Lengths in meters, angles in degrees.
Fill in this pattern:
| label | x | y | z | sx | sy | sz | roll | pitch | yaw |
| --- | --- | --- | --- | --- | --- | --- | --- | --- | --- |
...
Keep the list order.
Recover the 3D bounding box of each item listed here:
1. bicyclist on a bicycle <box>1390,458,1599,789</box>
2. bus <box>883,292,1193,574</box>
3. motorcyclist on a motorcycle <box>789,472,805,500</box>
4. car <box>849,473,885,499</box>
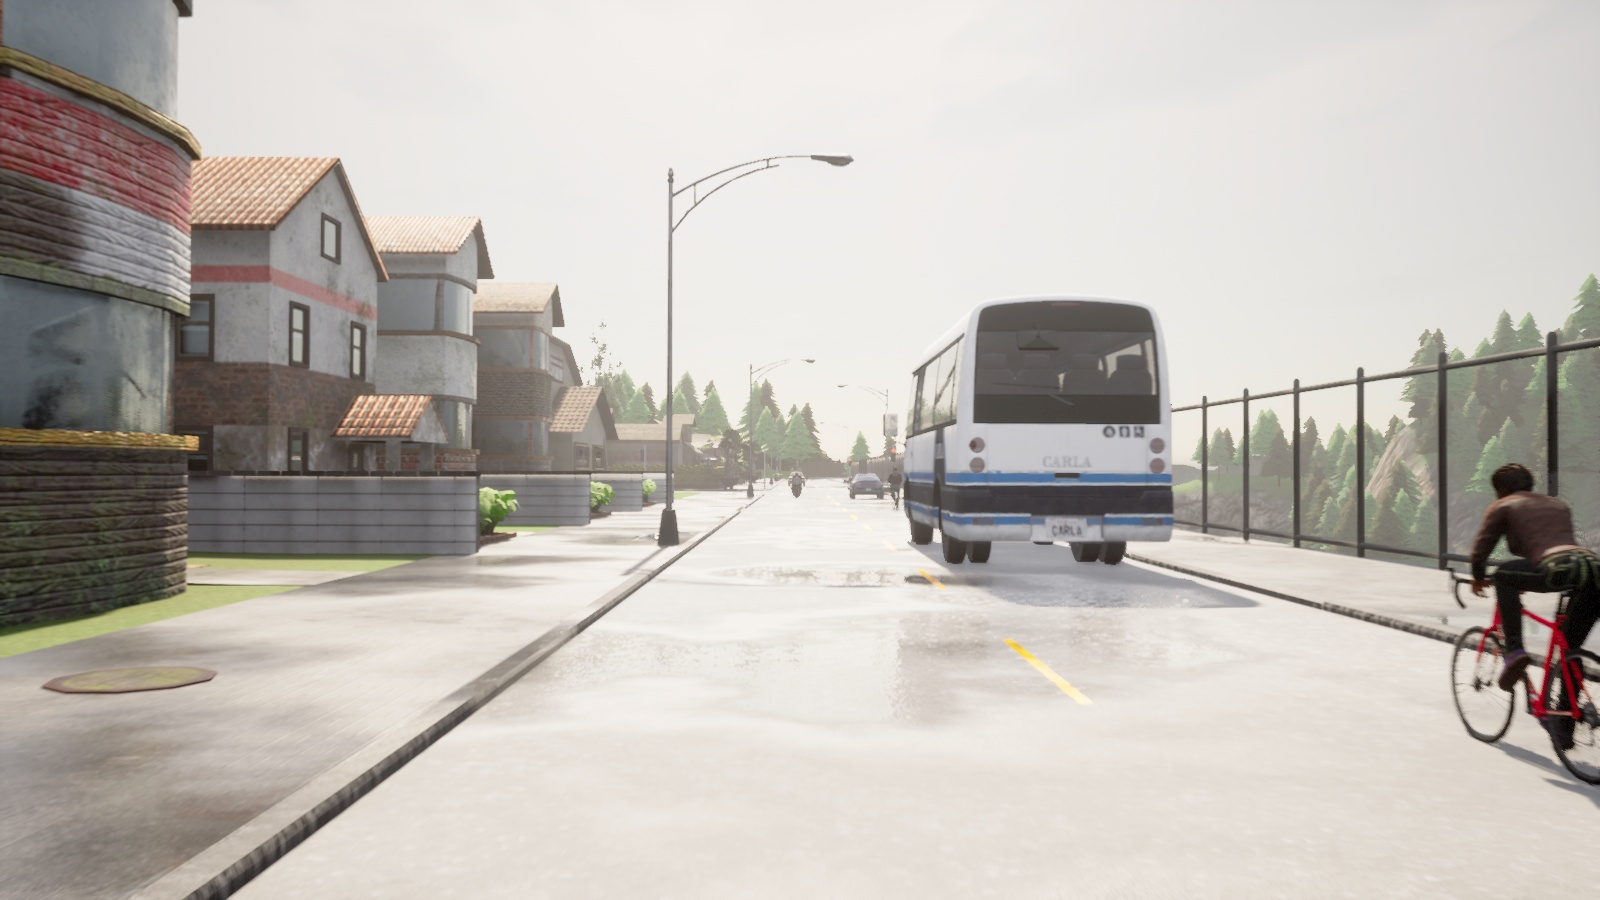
| label | x | y | z | sx | sy | sz | roll | pitch | yaw |
| --- | --- | --- | --- | --- | --- | --- | --- | --- | --- |
| bicyclist on a bicycle | 3.983 | 0.869 | 6.995 | 0.582 | 1.620 | 1.656 | 0 | -1 | 0 |
| bus | 3.936 | -0.174 | 24.134 | 3.944 | 4.253 | 10.273 | 0 | -1 | 0 |
| motorcyclist on a motorcycle | -0.174 | 2.059 | 72.201 | 0.866 | 1.530 | 2.191 | 0 | -1 | 0 |
| car | 3.823 | 2.032 | 72.117 | 1.812 | 1.442 | 4.674 | 0 | -1 | 0 |
